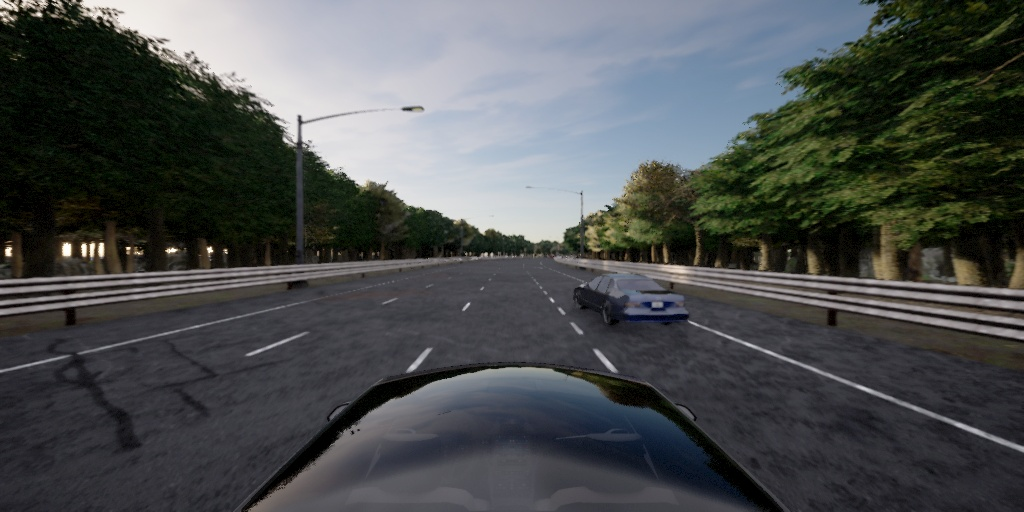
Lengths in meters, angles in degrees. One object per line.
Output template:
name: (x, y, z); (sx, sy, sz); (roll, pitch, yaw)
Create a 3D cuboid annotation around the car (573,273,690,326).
car: (3.439, 1.252, 11.479); (2.033, 1.411, 5.357); (0, 0, -5)
